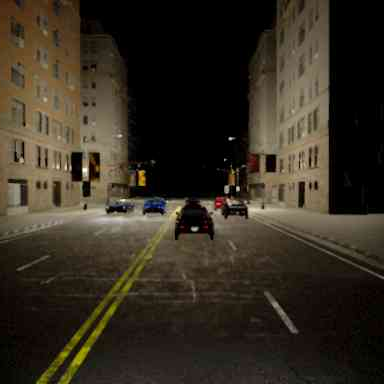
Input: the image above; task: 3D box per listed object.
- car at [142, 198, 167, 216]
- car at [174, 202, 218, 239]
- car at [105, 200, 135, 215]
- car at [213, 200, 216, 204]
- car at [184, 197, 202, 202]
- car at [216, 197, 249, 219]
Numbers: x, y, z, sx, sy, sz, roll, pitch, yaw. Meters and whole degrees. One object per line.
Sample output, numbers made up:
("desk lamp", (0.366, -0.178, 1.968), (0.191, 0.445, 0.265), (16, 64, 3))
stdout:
("car", (-3.317, 1.278, 30.293), (1.882, 1.535, 5.008), (0, 0, 0))
("car", (0.108, 1.415, 16.649), (1.812, 1.442, 4.674), (0, 0, 0))
("car", (-6.565, 1.398, 30.811), (1.895, 1.301, 4.718), (0, 0, 0))
("car", (3.269, 1.292, 35.835), (1.812, 1.442, 4.674), (0, 0, 0))
("car", (0.119, 1.287, 36.563), (1.812, 1.442, 4.674), (0, 0, 0))
("car", (3.353, 1.316, 26.741), (2.128, 1.511, 4.902), (0, 0, 0))
